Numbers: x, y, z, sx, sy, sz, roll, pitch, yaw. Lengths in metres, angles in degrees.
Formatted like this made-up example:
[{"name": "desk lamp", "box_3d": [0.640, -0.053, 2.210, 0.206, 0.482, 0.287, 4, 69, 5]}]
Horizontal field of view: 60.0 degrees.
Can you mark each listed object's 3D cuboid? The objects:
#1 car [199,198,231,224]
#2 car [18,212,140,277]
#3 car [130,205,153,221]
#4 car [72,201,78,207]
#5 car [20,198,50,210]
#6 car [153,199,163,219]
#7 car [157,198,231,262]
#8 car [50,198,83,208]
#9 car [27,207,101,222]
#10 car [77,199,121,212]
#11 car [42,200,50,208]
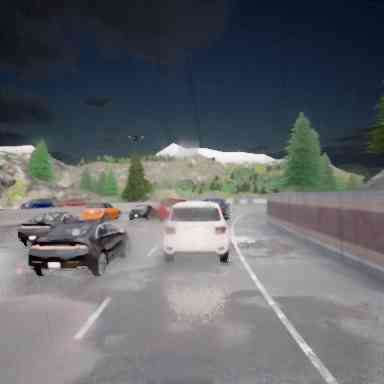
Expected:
[{"name": "car", "box_3d": [2.117, 1.560, 29.158, 2.150, 2.045, 5.566, -1, -1, 10]}, {"name": "car", "box_3d": [-3.357, 1.648, 10.796, 2.128, 1.511, 4.902, 0, -1, 3]}, {"name": "car", "box_3d": [-4.517, 1.942, 31.667, 1.812, 1.442, 4.674, -1, -1, 10]}, {"name": "car", "box_3d": [-14.973, 2.298, 48.827, 1.895, 1.301, 4.718, -1, -1, 17]}, {"name": "car", "box_3d": [-24.671, 2.037, 52.998, 2.150, 2.045, 5.566, -1, -1, 17]}, {"name": "car", "box_3d": [-1.394, 1.588, 29.418, 2.150, 2.045, 5.566, -1, -1, 10]}, {"name": "car", "box_3d": [0.239, 1.380, 12.917, 2.150, 2.045, 5.566, 0, 0, 3]}, {"name": "car", "box_3d": [-18.259, 1.957, 50.097, 2.150, 2.045, 5.566, -1, -1, 17]}, {"name": "car", "box_3d": [-6.509, 1.737, 16.412, 2.128, 1.511, 4.902, 0, -1, 4]}, {"name": "car", "box_3d": [-8.227, 1.783, 30.726, 2.097, 1.767, 4.553, -1, -1, 10]}, {"name": "car", "box_3d": [-20.924, 2.340, 53.253, 2.033, 1.411, 5.357, -1, -1, 17]}]
